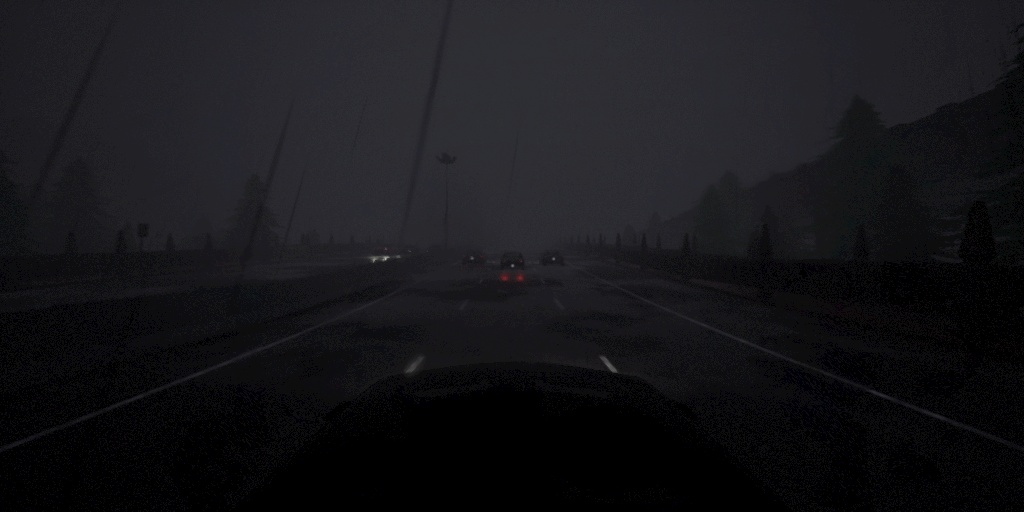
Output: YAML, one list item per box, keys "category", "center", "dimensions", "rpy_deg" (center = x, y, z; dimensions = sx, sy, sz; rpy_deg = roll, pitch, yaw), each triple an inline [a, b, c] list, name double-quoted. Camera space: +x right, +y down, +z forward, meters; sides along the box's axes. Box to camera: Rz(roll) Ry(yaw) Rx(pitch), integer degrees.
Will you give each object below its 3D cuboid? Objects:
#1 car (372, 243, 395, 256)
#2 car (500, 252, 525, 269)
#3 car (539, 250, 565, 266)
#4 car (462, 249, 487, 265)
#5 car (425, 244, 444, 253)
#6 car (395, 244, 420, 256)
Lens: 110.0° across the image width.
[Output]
- category: "car"
  center: [-17.586, -0.981, 49.442]
  dimensions: [2.097, 1.767, 4.553]
  rpy_deg: [0, 3, 0]
- category: "car"
  center: [0.052, 0.321, 29.083]
  dimensions: [1.895, 1.301, 4.718]
  rpy_deg: [0, 3, 0]
- category: "car"
  center: [3.566, 0.102, 32.502]
  dimensions: [1.994, 1.385, 4.181]
  rpy_deg: [0, 3, 0]
- category: "car"
  center: [-3.432, 0.064, 33.336]
  dimensions: [1.994, 1.385, 4.181]
  rpy_deg: [0, 3, 0]
- category: "car"
  center: [-10.586, -0.839, 49.499]
  dimensions: [1.837, 1.490, 4.892]
  rpy_deg: [0, 4, 0]
- category: "car"
  center: [-14.088, -0.843, 49.623]
  dimensions: [1.837, 1.490, 4.892]
  rpy_deg: [0, 4, 0]
